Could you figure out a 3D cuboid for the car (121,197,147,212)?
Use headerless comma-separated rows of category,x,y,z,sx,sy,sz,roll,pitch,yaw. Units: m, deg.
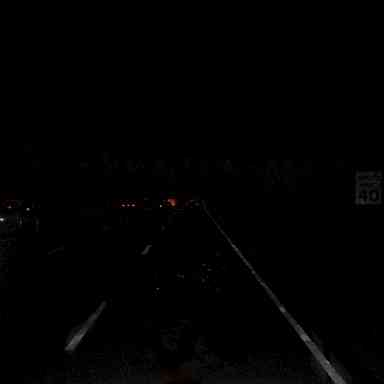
car,-7.012,1.547,39.316,2.033,1.411,5.357,0,0,1

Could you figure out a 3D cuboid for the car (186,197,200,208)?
car,0.193,1.477,49.538,1.882,1.535,5.008,0,0,1

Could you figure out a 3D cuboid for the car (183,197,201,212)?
car,-0.012,1.526,39.321,1.812,1.442,4.674,0,0,1

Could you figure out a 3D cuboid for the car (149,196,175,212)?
car,-3.508,1.564,39.731,1.994,1.385,4.181,0,0,1

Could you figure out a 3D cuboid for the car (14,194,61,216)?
car,-15.043,1.221,33.255,2.150,2.045,5.566,0,0,0

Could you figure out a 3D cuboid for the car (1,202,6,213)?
car,-15.106,1.564,22.774,1.994,1.385,4.181,0,0,0

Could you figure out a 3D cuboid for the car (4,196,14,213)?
car,-18.533,1.221,36.592,2.150,2.045,5.566,0,0,0

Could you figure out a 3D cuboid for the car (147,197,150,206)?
car,-6.806,1.525,49.677,1.812,1.442,4.674,0,0,1

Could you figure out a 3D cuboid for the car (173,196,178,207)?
car,-3.308,1.352,49.559,2.097,1.767,4.553,0,0,1
